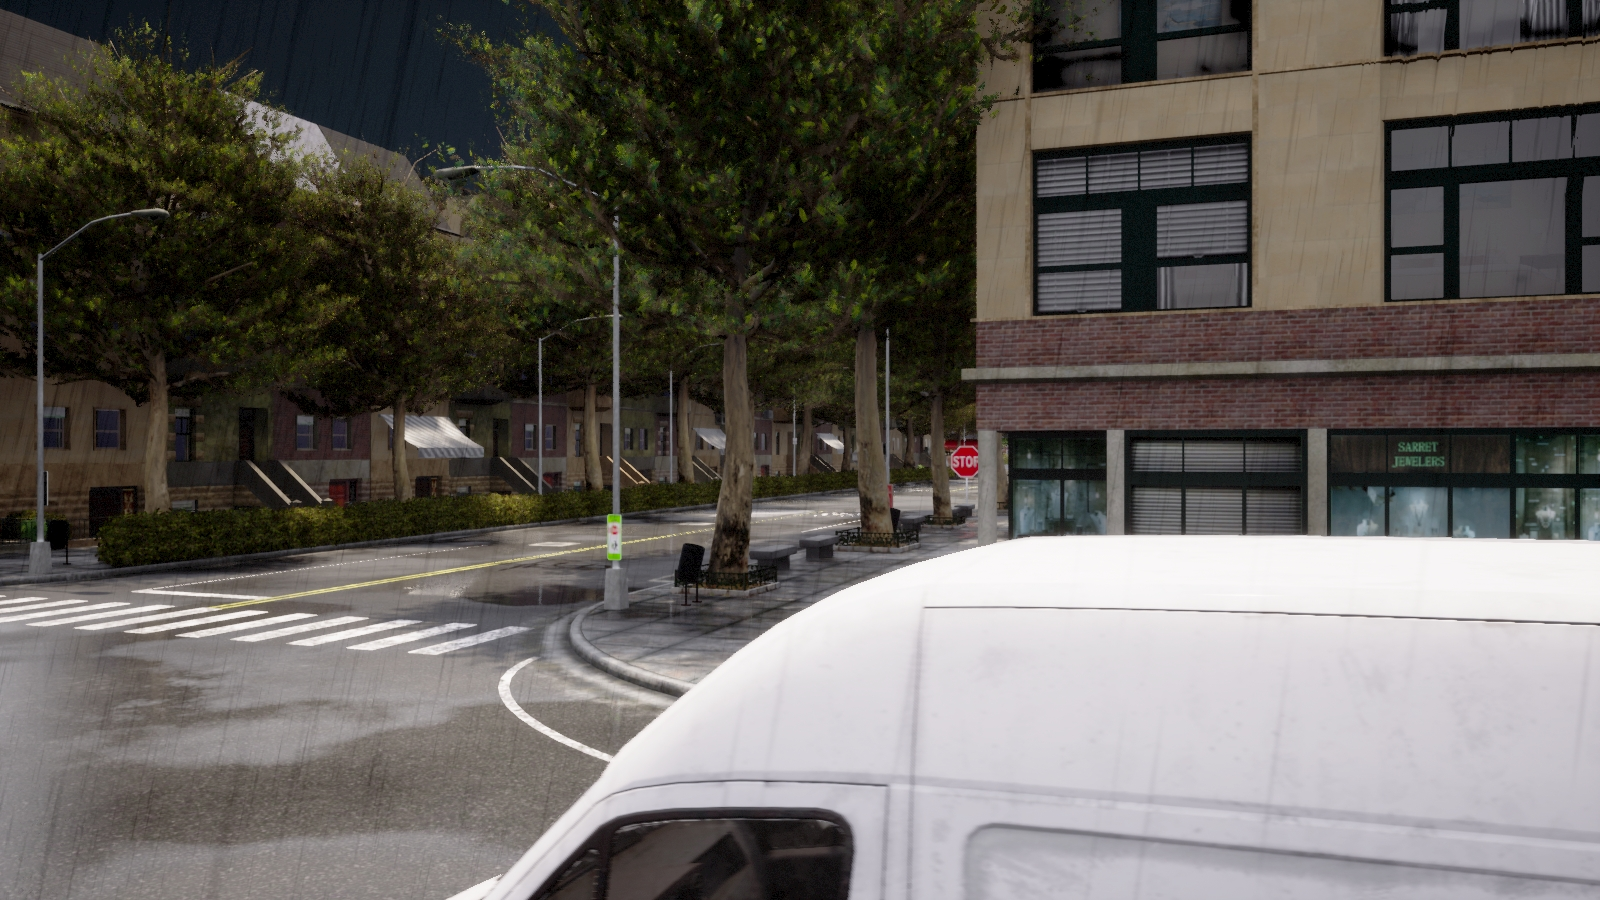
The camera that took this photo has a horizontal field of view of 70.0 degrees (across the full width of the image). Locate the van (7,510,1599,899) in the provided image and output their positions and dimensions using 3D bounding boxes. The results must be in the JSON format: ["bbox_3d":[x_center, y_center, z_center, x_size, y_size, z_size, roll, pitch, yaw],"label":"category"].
[{"bbox_3d":[1.028,1.534,2.937,5.915,2.561,1.988,0,0,20],"label":"van"}]
